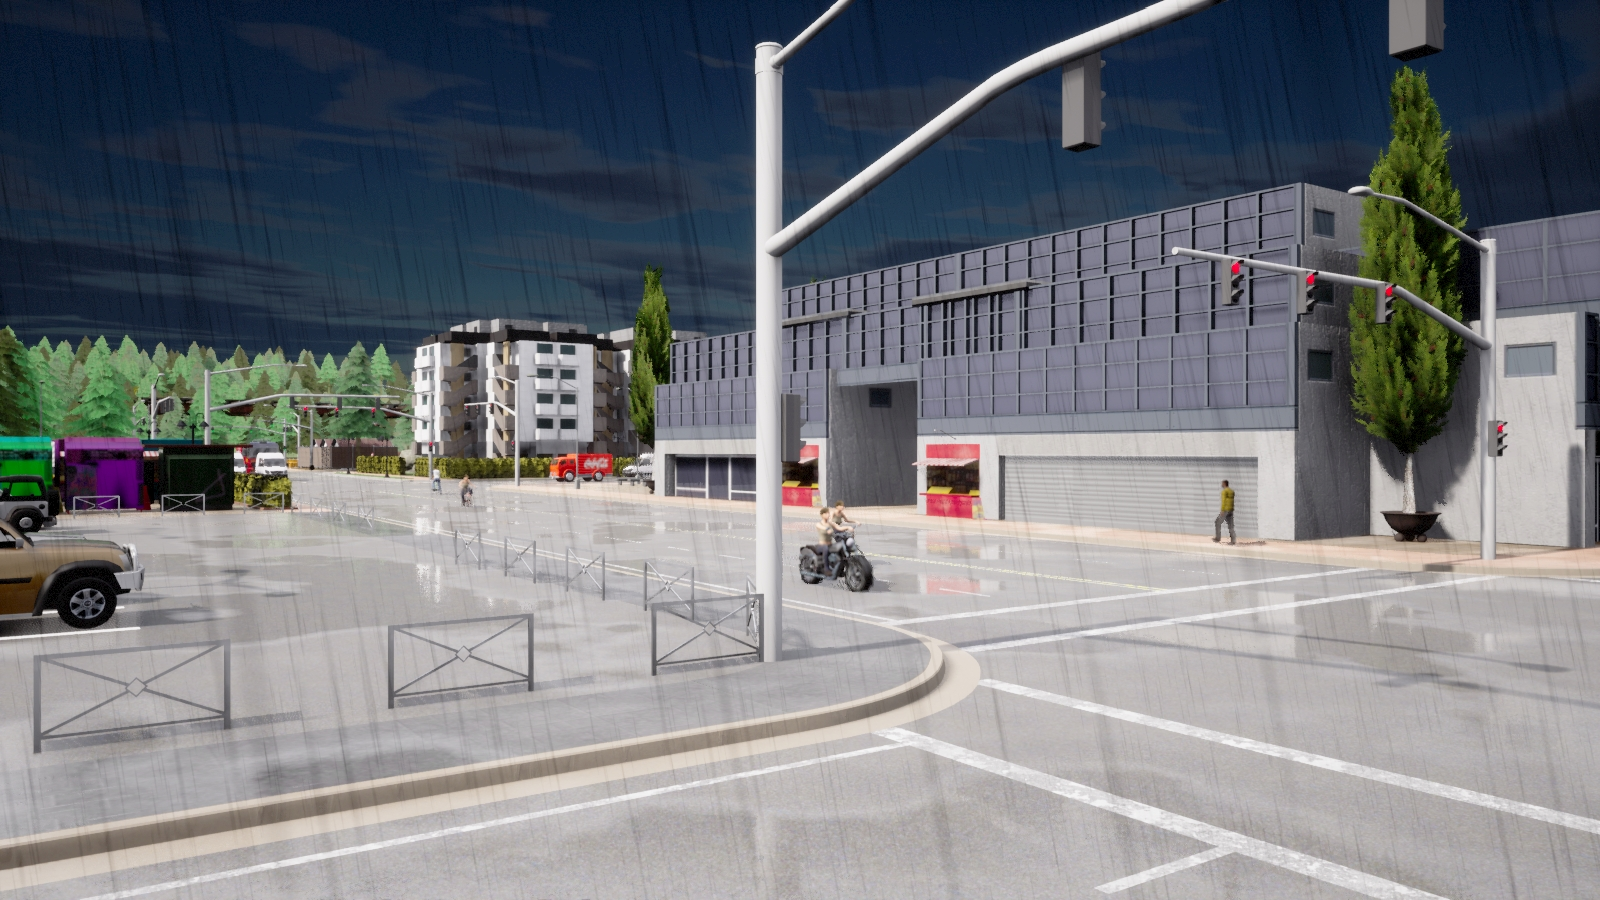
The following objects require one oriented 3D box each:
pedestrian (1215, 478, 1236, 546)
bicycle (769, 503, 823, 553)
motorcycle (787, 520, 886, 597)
[{"bbox_3d":[11.678,1.696,31.375,0.375,1.860,0.375,0,0,-28],"label":"pedestrian"},{"bbox_3d":[-0.126,2.158,31.986,0.859,1.276,1.487,0,0,-33],"label":"bicycle"},{"bbox_3d":[0.706,2.155,23.099,0.764,1.307,2.356,0,0,-34],"label":"motorcycle"}]
